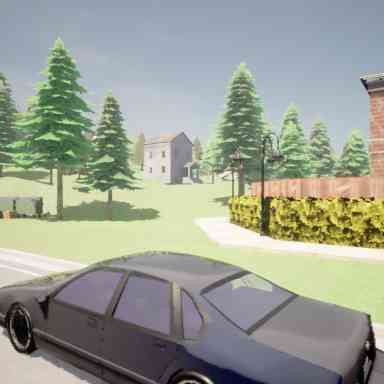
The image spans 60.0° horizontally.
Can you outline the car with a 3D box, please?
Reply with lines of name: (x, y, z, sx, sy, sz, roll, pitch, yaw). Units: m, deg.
car: (-0.529, 1.547, 4.368, 5.357, 1.411, 2.033, 0, 0, 36)
